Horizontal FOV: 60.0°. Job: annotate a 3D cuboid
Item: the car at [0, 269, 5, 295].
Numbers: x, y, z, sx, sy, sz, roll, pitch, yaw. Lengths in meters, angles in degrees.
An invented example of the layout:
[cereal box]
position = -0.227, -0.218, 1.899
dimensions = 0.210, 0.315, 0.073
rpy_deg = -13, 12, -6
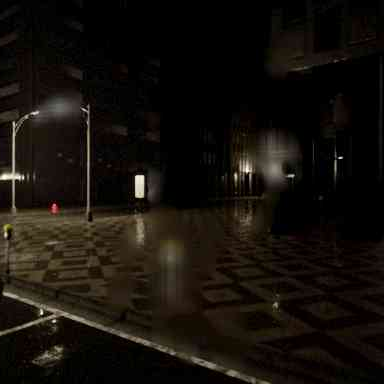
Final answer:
[car]
position = -5.831, 1.525, 7.047
dimensions = 4.829, 1.417, 1.752
rpy_deg = 0, 0, 35
